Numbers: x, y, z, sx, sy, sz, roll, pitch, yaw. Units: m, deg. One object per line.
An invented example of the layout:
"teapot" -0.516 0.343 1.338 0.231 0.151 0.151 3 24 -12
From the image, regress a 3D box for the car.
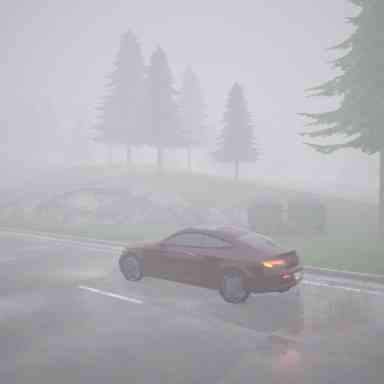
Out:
"car" 0.282 1.526 8.091 4.674 1.442 1.812 0 0 35
